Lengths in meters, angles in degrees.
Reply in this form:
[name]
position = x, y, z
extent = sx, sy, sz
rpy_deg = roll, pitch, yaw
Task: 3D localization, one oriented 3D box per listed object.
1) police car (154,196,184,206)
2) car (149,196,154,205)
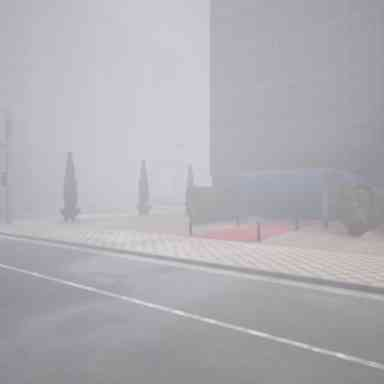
[police car]
position = -3.550, 1.477, 55.579
extent = 2.038, 1.542, 4.974
rpy_deg = 0, 0, 36
[car]
position = -7.022, 1.448, 56.871
extent = 1.882, 1.535, 5.008
rpy_deg = 0, 0, 36
